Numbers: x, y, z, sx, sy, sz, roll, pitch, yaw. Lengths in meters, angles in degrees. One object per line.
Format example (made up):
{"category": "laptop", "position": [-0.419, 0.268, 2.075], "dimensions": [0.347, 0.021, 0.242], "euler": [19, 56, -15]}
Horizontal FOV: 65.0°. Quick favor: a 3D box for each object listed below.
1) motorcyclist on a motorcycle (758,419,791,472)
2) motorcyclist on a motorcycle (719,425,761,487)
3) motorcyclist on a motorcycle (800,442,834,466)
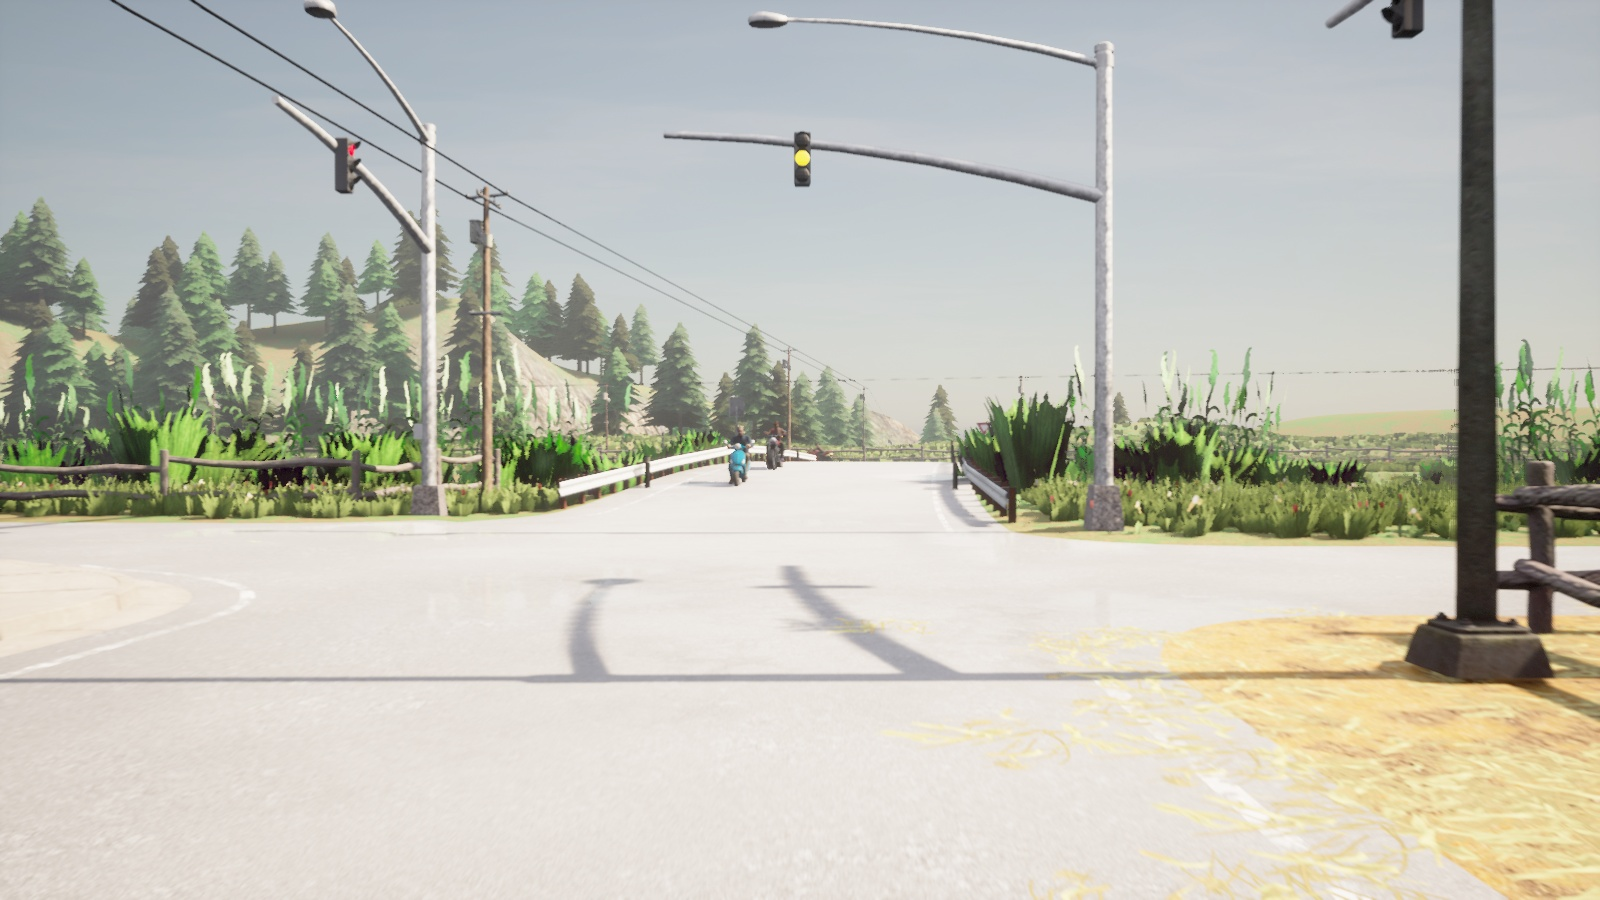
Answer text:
{"category": "motorcyclist on a motorcycle", "position": [-0.822, -0.170, 41.255], "dimensions": [0.766, 1.649, 2.350], "euler": [0, 2, 7]}
{"category": "motorcyclist on a motorcycle", "position": [-1.622, 0.143, 34.096], "dimensions": [0.866, 1.590, 1.817], "euler": [0, 3, 6]}
{"category": "motorcyclist on a motorcycle", "position": [1.109, 0.250, 82.681], "dimensions": [2.044, 1.523, 0.797], "euler": [0, 2, 19]}
